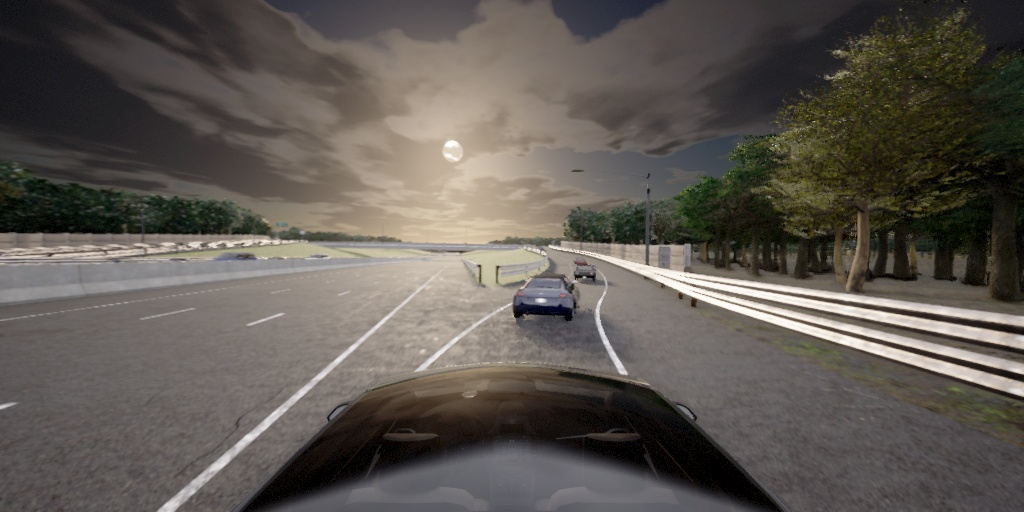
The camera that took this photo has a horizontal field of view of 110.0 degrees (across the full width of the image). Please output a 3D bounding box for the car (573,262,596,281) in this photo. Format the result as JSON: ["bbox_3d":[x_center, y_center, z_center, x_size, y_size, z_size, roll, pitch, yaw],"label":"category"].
[{"bbox_3d":[6.755,1.540,33.027,1.895,1.301,4.718,1,0,13],"label":"car"}]

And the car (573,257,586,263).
[{"bbox_3d":[11.641,0.823,61.824,1.994,1.385,4.181,1,3,6],"label":"car"}]

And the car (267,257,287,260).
[{"bbox_3d":[-32.569,0.899,49.378,1.837,1.490,4.892,1,0,-8],"label":"car"}]

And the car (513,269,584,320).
[{"bbox_3d":[1.363,1.331,12.858,1.994,1.385,4.181,0,0,14],"label":"car"}]

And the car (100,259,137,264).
[{"bbox_3d":[-33.317,0.935,30.137,1.895,1.301,4.718,1,0,-8],"label":"car"}]

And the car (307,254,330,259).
[{"bbox_3d":[-29.845,0.672,55.160,2.150,2.045,5.566,1,0,-8],"label":"car"}]

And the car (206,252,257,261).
[{"bbox_3d":[-26.881,0.648,34.581,2.150,2.045,5.566,1,0,-8],"label":"car"}]

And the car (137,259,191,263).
[{"bbox_3d":[-30.016,0.943,31.770,1.994,1.385,4.181,1,0,-8],"label":"car"}]
